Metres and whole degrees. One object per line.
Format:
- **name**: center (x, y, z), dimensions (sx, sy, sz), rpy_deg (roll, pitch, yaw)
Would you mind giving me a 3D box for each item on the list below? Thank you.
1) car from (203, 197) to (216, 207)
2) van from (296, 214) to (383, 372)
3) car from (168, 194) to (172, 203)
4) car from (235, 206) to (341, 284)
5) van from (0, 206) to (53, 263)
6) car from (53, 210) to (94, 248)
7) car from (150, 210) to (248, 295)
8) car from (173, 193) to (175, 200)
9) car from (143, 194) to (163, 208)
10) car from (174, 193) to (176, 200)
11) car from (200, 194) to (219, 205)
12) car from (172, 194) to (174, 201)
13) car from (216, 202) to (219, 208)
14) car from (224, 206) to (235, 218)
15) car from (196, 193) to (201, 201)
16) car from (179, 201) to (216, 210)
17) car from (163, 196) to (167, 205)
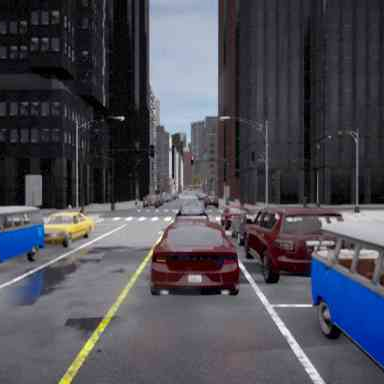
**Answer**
- **car**: center (2.740, 1.571, 53.262), dimensions (1.947, 1.339, 4.313), rpy_deg (0, 0, 0)
- **van**: center (2.762, 1.339, 4.000), dimensions (1.690, 1.788, 3.998), rpy_deg (0, 0, 0)
- **car**: center (-5.792, 1.591, 70.197), dimensions (1.947, 1.339, 4.313), rpy_deg (0, 0, 0)
- **car**: center (2.758, 1.311, 9.526), dimensions (2.192, 1.841, 5.009), rpy_deg (0, 0, 0)
- **van**: center (-5.772, 1.337, 9.536), dimensions (1.690, 1.788, 3.998), rpy_deg (0, 0, 0)
- **car**: center (-5.772, 1.520, 14.890), dimensions (1.752, 1.417, 4.829), rpy_deg (0, 0, 0)
- **car**: center (0.064, 1.474, 8.716), dimensions (1.882, 1.535, 5.008), rpy_deg (0, 0, 0)
- **car**: center (-5.797, 1.591, 81.484), dimensions (1.887, 1.381, 4.507), rpy_deg (0, 0, 0)
- **car**: center (-5.784, 1.317, 47.624), dimensions (2.192, 1.841, 5.009), rpy_deg (0, 0, 0)
- **car**: center (-5.799, 1.584, 86.958), dimensions (1.752, 1.417, 4.829), rpy_deg (0, 0, 0)
- **car**: center (2.741, 1.317, 47.618), dimensions (2.192, 1.841, 5.009), rpy_deg (0, 0, 0)
- **car**: center (-5.794, 1.560, 75.670), dimensions (1.752, 1.417, 4.829), rpy_deg (0, 0, 0)
- **car**: center (2.752, 1.539, 20.577), dimensions (1.887, 1.381, 4.507), rpy_deg (0, 0, 0)
- **car**: center (2.756, 1.546, 15.052), dimensions (2.008, 1.369, 4.403), rpy_deg (0, 0, 0)
- **car**: center (2.726, 1.604, 87.124), dimensions (1.887, 1.381, 4.507), rpy_deg (0, 0, 0)
- **car**: center (-0.005, 1.486, 19.125), dimensions (2.128, 1.511, 4.902), rpy_deg (0, 0, 0)
- **car**: center (-5.787, 1.320, 53.268), dimensions (2.192, 1.841, 5.009), rpy_deg (0, 0, 0)
